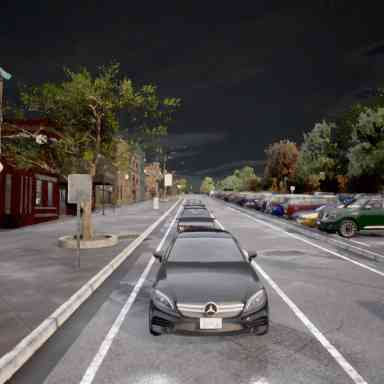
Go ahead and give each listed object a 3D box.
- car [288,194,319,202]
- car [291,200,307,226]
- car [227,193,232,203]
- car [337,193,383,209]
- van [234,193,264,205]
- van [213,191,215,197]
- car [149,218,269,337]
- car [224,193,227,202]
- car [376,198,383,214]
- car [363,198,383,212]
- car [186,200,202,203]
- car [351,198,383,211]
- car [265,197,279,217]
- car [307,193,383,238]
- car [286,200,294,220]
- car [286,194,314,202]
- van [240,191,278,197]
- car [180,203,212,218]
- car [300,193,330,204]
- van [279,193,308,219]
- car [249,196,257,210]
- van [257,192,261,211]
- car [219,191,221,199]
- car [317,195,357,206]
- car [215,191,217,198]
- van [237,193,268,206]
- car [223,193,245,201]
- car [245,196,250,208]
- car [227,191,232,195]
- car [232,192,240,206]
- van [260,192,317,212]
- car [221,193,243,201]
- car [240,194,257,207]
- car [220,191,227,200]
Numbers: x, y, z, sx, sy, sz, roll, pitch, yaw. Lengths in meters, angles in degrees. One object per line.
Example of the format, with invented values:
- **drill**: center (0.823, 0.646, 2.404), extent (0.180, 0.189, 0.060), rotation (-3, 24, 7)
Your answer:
- **car**: center (21.814, 1.207, 65.214), extent (5.366, 1.575, 1.946), rotation (0, 1, 0)
- **car**: center (9.069, 1.466, 19.860), extent (5.366, 1.575, 1.946), rotation (0, 0, 0)
- **car**: center (8.978, 1.289, 56.312), extent (4.892, 1.521, 2.231), rotation (0, 1, 0)
- **car**: center (22.135, 1.152, 43.008), extent (5.566, 2.045, 2.435), rotation (0, 0, 0)
- **van**: center (9.122, 1.087, 53.507), extent (4.442, 1.987, 1.878), rotation (0, 1, 0)
- **van**: center (8.619, 0.762, 89.946), extent (4.442, 1.987, 1.878), rotation (0, 1, 0)
- **car**: center (0.251, 1.524, 6.849), extent (1.812, 1.442, 4.674), rotation (0, 0, 0)
- **car**: center (8.941, 1.278, 61.918), extent (4.674, 1.452, 2.002), rotation (0, 1, 0)
- **car**: center (22.409, 1.443, 34.682), extent (5.366, 1.575, 1.946), rotation (0, 0, 0)
- **car**: center (22.175, 1.468, 37.452), extent (4.792, 1.488, 2.163), rotation (0, 0, 0)
- **car**: center (0.211, 1.442, 29.876), extent (2.128, 1.511, 4.902), rotation (0, 0, 0)
- **car**: center (22.212, 1.451, 40.236), extent (4.792, 1.488, 2.163), rotation (0, 0, 0)
- **car**: center (9.187, 1.459, 28.271), extent (5.008, 1.535, 2.097), rotation (0, 0, 0)
- **car**: center (9.247, 1.220, 17.057), extent (5.566, 2.045, 2.435), rotation (0, 0, 0)
- **car**: center (9.236, 1.506, 22.664), extent (4.674, 1.452, 2.002), rotation (0, 0, 0)
- **car**: center (21.984, 1.187, 67.992), extent (4.892, 1.521, 2.231), rotation (0, 1, 0)
- **van**: center (9.184, 1.162, 45.100), extent (4.442, 1.987, 1.878), rotation (0, 0, 0)
- **car**: center (0.188, 1.532, 17.428), extent (2.033, 1.411, 5.357), rotation (0, 0, 0)
- **car**: center (22.071, 1.134, 59.665), extent (4.553, 1.767, 2.185), rotation (0, 1, 0)
- **van**: center (9.330, 1.237, 25.468), extent (4.442, 1.987, 1.878), rotation (0, 0, 0)
- **car**: center (9.159, 1.469, 36.683), extent (4.792, 1.488, 2.163), rotation (0, 0, 0)
- **van**: center (9.267, 1.222, 33.880), extent (4.442, 1.987, 1.878), rotation (0, 0, 0)
- **car**: center (8.873, 0.937, 67.522), extent (5.566, 2.045, 2.435), rotation (0, 1, 0)
- **car**: center (22.288, 1.331, 51.339), extent (5.366, 1.575, 1.946), rotation (0, 1, 0)
- **car**: center (8.793, 1.063, 81.539), extent (5.008, 1.535, 2.097), rotation (0, 1, 0)
- **van**: center (9.143, 1.112, 50.704), extent (4.442, 1.987, 1.878), rotation (0, 1, 0)
- **car**: center (8.850, 1.038, 70.326), extent (4.553, 1.767, 2.185), rotation (0, 1, 0)
- **car**: center (9.106, 1.465, 39.490), extent (4.674, 1.452, 2.002), rotation (0, 0, 0)
- **car**: center (8.995, 1.138, 59.114), extent (4.553, 1.767, 2.185), rotation (0, 1, 0)
- **car**: center (9.019, 1.112, 47.899), extent (5.566, 2.045, 2.435), rotation (0, 1, 0)
- **van**: center (9.055, 1.230, 31.077), extent (4.442, 1.987, 1.878), rotation (0, 0, 0)
- **car**: center (8.829, 1.013, 73.129), extent (4.553, 1.767, 2.185), rotation (0, 1, 0)
- **car**: center (9.095, 1.408, 42.293), extent (4.892, 1.521, 2.231), rotation (0, 0, 0)
- **car**: center (8.894, 0.962, 64.719), extent (5.566, 2.045, 2.435), rotation (0, 1, 0)
